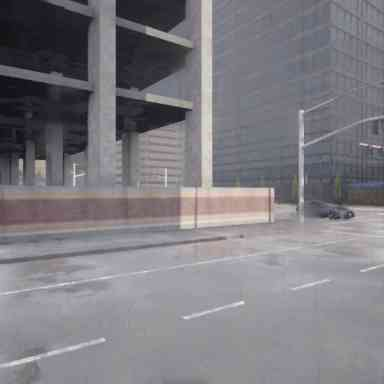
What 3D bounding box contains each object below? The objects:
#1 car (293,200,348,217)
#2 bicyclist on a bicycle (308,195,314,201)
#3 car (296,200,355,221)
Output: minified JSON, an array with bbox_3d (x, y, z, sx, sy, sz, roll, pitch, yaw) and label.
[{"bbox_3d":[12.177,1.520,31.826,1.812,1.442,4.674,0,0,-37],"label":"car"},{"bbox_3d":[16.514,1.293,46.176,1.656,1.620,0.582,0,0,-36],"label":"bicyclist on a bicycle"},{"bbox_3d":[11.063,1.559,27.332,1.994,1.385,4.181,0,0,-36],"label":"car"}]
